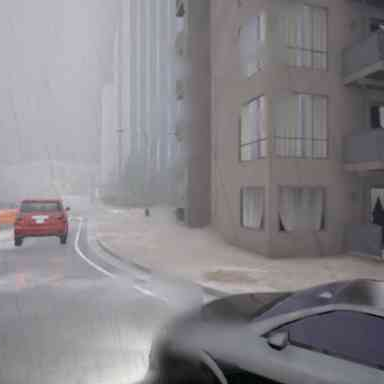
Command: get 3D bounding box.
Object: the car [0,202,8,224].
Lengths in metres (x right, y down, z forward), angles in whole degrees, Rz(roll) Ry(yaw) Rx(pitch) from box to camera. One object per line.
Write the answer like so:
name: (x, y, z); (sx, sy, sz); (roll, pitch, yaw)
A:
car: (-13.477, 1.520, 24.081); (2.097, 1.767, 4.553); (0, 0, -18)

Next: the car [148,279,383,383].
car: (1.555, 1.581, 3.133); (4.181, 1.385, 1.994); (-1, -1, 38)

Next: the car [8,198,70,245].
car: (-7.288, 1.332, 16.395); (2.150, 2.045, 5.566); (0, -1, -20)
